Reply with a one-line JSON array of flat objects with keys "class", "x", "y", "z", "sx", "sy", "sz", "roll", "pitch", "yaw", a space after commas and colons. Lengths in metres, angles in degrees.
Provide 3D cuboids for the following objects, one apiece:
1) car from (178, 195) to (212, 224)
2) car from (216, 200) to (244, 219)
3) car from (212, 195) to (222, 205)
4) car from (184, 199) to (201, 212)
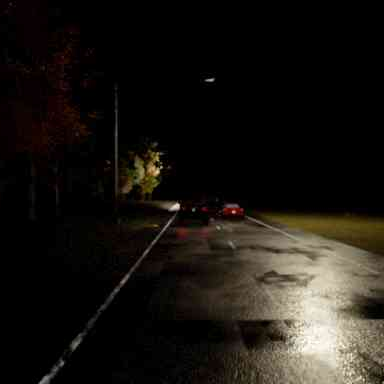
[{"class": "car", "x": 0.097, "y": 1.340, "z": 25.841, "sx": 2.150, "sy": 2.045, "sz": 5.566, "roll": 0, "pitch": 0, "yaw": 0}, {"class": "car", "x": 3.595, "y": 1.701, "z": 30.713, "sx": 1.994, "sy": 1.385, "sz": 4.181, "roll": 0, "pitch": 0, "yaw": 0}, {"class": "car", "x": 3.591, "y": 1.442, "z": 52.045, "sx": 2.150, "sy": 2.045, "sz": 5.566, "roll": 0, "pitch": -1, "yaw": 0}, {"class": "car", "x": 0.102, "y": 1.739, "z": 43.965, "sx": 2.033, "sy": 1.411, "sz": 5.357, "roll": 0, "pitch": 0, "yaw": 0}]
